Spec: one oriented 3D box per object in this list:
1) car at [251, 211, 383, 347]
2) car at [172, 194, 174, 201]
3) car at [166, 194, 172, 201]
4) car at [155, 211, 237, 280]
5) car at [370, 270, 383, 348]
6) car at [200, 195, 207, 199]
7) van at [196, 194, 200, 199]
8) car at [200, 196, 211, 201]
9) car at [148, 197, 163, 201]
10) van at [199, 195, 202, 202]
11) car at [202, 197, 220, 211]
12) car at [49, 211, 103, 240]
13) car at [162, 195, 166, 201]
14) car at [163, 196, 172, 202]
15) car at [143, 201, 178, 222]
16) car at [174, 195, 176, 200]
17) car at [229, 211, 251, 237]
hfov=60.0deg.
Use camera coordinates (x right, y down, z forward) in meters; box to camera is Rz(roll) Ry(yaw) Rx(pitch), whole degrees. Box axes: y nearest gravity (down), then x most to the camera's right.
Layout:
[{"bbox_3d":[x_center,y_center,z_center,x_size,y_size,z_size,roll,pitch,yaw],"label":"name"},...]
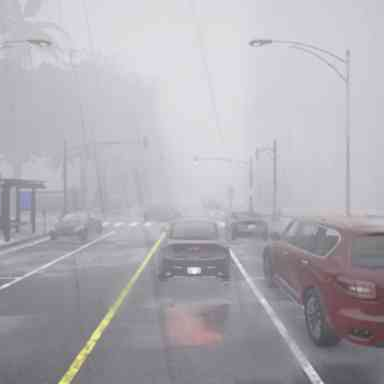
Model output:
[{"bbox_3d":[2.745,1.337,6.291,2.192,1.841,5.009,0,0,0],"label":"car"},{"bbox_3d":[-5.935,1.538,76.101,2.192,1.841,5.009,0,0,0],"label":"car"},{"bbox_3d":[-5.922,1.651,70.680,1.967,1.590,4.097,0,0,0],"label":"car"},{"bbox_3d":[0.060,1.541,10.044,1.837,1.490,4.892,0,0,0],"label":"car"},{"bbox_3d":[2.757,1.530,1.035,1.752,1.417,4.829,0,0,0],"label":"car"},{"bbox_3d":[2.639,1.696,54.588,1.752,1.417,4.829,0,0,0],"label":"car"},{"bbox_3d":[2.579,1.576,81.521,1.690,1.788,3.998,0,0,0],"label":"van"},{"bbox_3d":[2.651,1.720,48.998,1.947,1.339,4.313,0,0,0],"label":"car"},{"bbox_3d":[-5.874,1.705,48.999,2.008,1.369,4.403,0,0,0],"label":"car"},{"bbox_3d":[2.627,1.525,59.839,1.690,1.788,3.998,0,0,0],"label":"van"},{"bbox_3d":[2.663,1.705,43.577,1.947,1.339,4.313,0,0,0],"label":"car"},{"bbox_3d":[-5.804,1.640,17.140,1.802,1.307,4.206,0,0,0],"label":"car"},{"bbox_3d":[-5.886,1.610,54.419,1.967,1.590,4.097,0,0,0],"label":"car"},{"bbox_3d":[-5.945,1.760,81.351,1.752,1.417,4.829,0,0,0],"label":"car"},{"bbox_3d":[-2.389,1.662,25.964,1.994,1.385,4.181,1,0,-26],"label":"car"},{"bbox_3d":[-5.957,1.771,86.771,1.752,1.417,4.829,0,0,0],"label":"car"},{"bbox_3d":[2.722,1.624,17.141,1.947,1.339,4.313,0,0,0],"label":"car"}]
